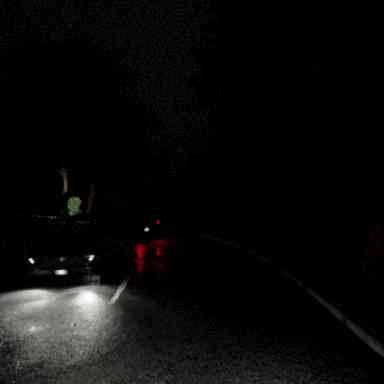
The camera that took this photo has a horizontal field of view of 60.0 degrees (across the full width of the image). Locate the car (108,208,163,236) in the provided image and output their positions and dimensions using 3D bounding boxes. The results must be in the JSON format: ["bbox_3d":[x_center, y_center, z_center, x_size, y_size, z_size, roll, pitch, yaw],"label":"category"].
[{"bbox_3d":[-3.643,1.526,18.237,1.895,1.301,4.718,1,0,-39],"label":"car"}]

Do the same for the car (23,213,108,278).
[{"bbox_3d":[-3.778,1.519,10.528,2.033,1.411,5.357,0,0,-14],"label":"car"}]
